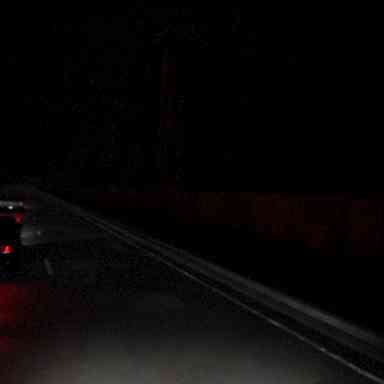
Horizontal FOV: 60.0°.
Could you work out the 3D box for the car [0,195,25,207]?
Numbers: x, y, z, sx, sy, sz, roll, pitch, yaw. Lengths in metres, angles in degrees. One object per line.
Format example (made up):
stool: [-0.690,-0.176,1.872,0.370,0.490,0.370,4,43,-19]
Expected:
car: [-15.135,0.877,27.983,1.895,1.301,4.718,4,0,-27]

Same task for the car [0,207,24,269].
car: [-5.953,1.305,9.600,1.895,1.301,4.718,4,0,-27]
